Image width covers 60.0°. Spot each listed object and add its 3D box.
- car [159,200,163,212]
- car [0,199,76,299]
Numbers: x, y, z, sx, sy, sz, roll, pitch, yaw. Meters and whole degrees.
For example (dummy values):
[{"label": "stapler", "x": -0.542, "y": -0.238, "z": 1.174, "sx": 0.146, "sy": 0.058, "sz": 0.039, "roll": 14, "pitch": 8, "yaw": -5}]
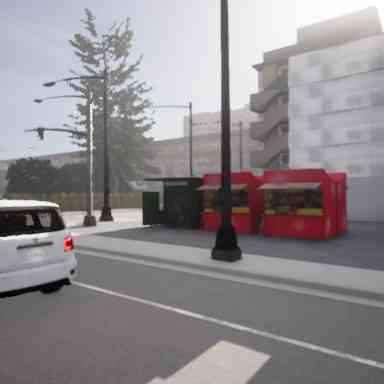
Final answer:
[{"label": "car", "x": -3.455, "y": 1.570, "z": 38.905, "sx": 1.895, "sy": 1.301, "sz": 4.718, "roll": -1, "pitch": 0, "yaw": 36}, {"label": "car", "x": -4.943, "y": 1.182, "z": 7.480, "sx": 5.566, "sy": 2.045, "sz": 2.150, "roll": 0, "pitch": 0, "yaw": 36}]
